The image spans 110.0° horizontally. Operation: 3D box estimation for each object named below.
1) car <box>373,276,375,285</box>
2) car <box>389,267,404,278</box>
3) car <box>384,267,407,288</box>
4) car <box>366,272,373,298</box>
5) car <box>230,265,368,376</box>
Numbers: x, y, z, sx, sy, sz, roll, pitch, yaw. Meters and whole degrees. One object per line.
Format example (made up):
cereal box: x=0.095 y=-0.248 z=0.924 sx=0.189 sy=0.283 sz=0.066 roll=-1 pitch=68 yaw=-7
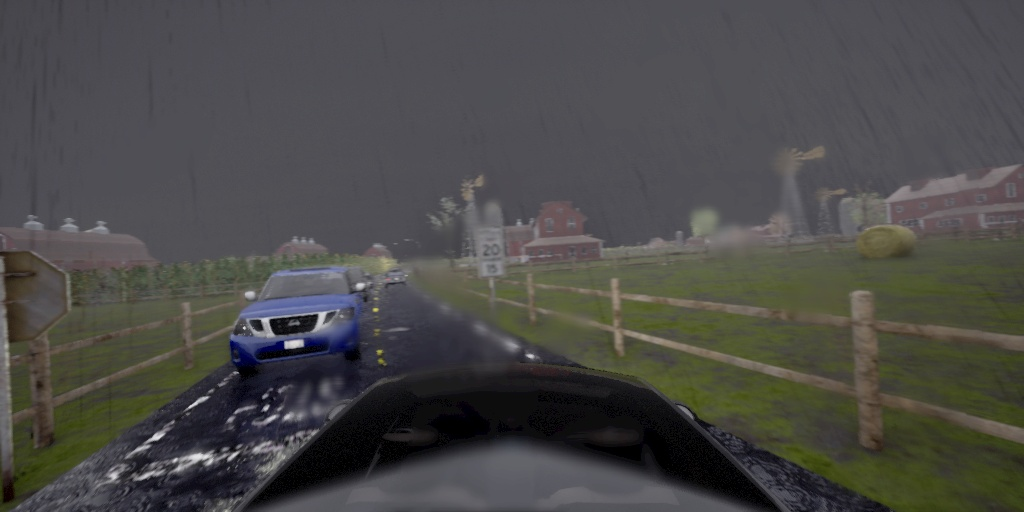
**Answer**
car: x=-14.586 y=2.295 z=35.367 sx=2.033 sy=1.411 sz=5.357 roll=-4 pitch=0 yaw=-18
car: x=-17.613 y=2.487 z=54.841 sx=1.837 sy=1.490 sz=4.892 roll=-4 pitch=0 yaw=-16
car: x=-10.382 y=2.022 z=32.027 sx=2.033 sy=1.411 sz=5.357 roll=-4 pitch=0 yaw=-19
car: x=-9.365 y=1.603 z=20.464 sx=2.150 sy=2.045 sz=5.566 roll=-4 pitch=0 yaw=-20
car: x=-4.935 y=1.296 z=8.993 sx=2.150 sy=2.045 sz=5.566 roll=-4 pitch=0 yaw=-22
